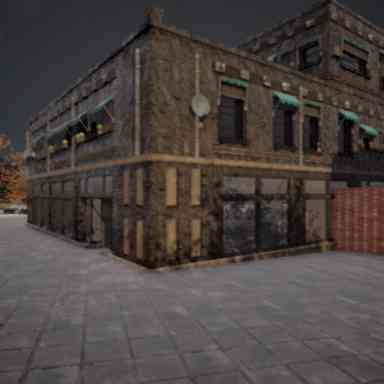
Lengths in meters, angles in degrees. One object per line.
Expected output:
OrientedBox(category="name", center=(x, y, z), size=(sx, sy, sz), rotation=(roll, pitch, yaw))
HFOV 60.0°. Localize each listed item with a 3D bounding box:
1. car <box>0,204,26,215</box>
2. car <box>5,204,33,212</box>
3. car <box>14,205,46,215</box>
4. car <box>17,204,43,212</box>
OrientedBox(category="car", center=(-27.480, 2.654, 51.576), size=(4.553, 1.767, 2.185), rotation=(0, -3, 24))
OrientedBox(category="car", center=(-34.775, 3.225, 66.870), size=(5.366, 1.575, 1.946), rotation=(0, -2, 24))
OrientedBox(category="car", center=(-26.342, 2.938, 54.110), size=(4.792, 1.488, 2.163), rotation=(0, -3, 24))
OrientedBox(category="car", center=(-33.805, 3.323, 69.491), size=(5.008, 1.535, 2.097), rotation=(0, -2, 24))
